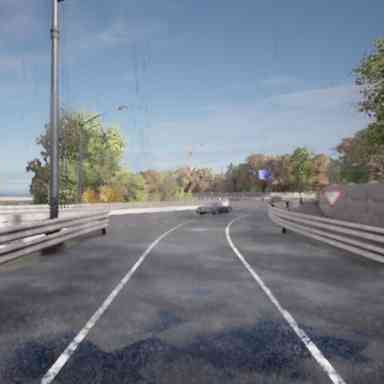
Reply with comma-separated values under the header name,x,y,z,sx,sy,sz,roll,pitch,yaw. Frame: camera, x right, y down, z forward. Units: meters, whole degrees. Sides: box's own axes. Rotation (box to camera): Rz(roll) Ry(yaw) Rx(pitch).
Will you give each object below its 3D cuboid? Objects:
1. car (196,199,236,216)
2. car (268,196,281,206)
name,x,y,z,sx,sy,sz,roll,pitch,yaw
car,2.481,1.849,36.360,2.033,1.411,5.357,0,-1,33
car,17.334,1.826,69.042,2.150,2.045,5.566,0,-1,13
